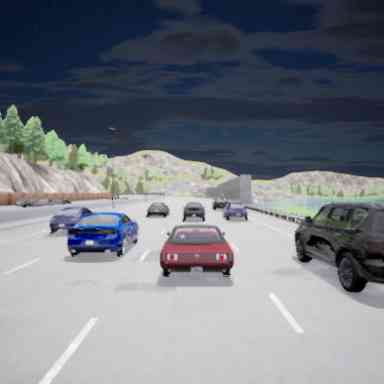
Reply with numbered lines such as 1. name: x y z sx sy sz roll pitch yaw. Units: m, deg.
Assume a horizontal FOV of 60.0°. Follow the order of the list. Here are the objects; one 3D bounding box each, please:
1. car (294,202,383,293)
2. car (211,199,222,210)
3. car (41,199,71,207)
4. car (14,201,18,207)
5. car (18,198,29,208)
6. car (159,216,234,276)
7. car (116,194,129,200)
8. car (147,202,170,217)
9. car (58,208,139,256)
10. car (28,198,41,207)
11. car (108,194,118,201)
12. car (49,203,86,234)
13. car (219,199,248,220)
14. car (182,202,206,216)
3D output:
1. car: 4.572 1.268 9.154 2.150 2.045 5.566 0 0 0
2. car: 3.793 1.677 46.181 1.882 1.535 5.008 0 0 -1
3. car: -17.457 1.672 43.759 1.837 1.490 4.892 0 0 1
4. car: -27.886 1.701 55.851 2.128 1.511 4.902 0 0 1
5. car: -24.409 1.743 52.114 2.033 1.411 5.357 0 0 1
6. car: 0.125 1.646 10.439 1.895 1.301 4.718 0 0 0
7. car: -17.141 1.877 83.994 1.895 1.301 4.718 0 0 1
8. car: -3.312 1.701 33.155 1.994 1.385 4.181 0 0 0
9. car: -3.366 1.531 13.422 1.882 1.535 5.008 0 0 0
10. car: -20.933 1.705 47.436 1.812 1.442 4.674 0 0 1
11. car: -20.543 1.455 87.775 2.150 2.045 5.566 0 0 2
12. car: -6.849 1.603 19.817 1.812 1.442 4.674 0 0 0
13. car: 3.772 1.655 29.405 1.812 1.442 4.674 0 0 -1
14. car: 0.175 1.627 28.798 1.837 1.490 4.892 0 0 0
